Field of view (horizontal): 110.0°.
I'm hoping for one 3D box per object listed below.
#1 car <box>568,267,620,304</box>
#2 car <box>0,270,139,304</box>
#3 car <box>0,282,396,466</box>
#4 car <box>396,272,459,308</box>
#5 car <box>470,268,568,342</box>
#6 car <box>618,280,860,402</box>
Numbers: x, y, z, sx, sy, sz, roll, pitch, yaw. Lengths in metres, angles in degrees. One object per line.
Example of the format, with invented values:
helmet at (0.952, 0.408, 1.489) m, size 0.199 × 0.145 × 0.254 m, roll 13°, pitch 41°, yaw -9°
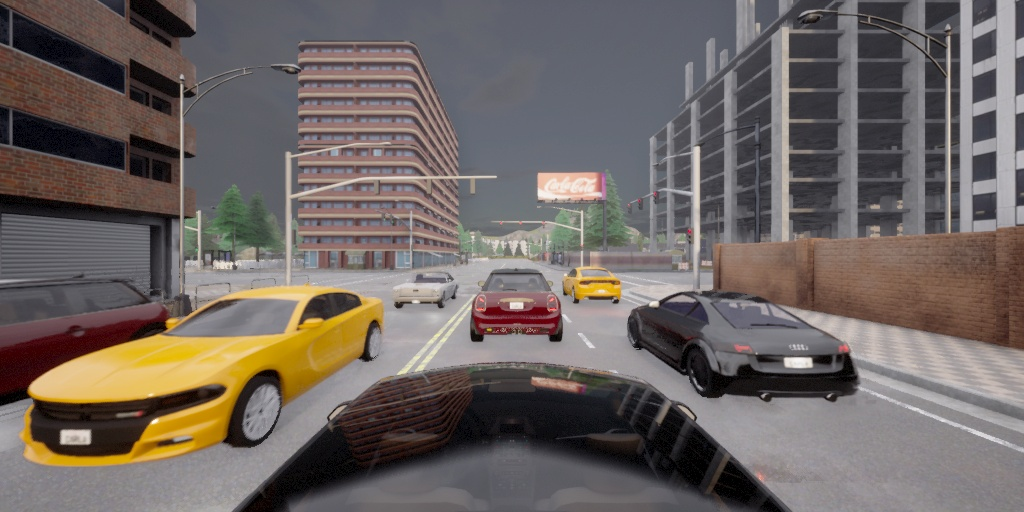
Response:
car at (3.499, 1.228, 16.471) m, size 1.882 × 1.535 × 5.008 m, roll 0°, pitch 0°, yaw 0°
car at (-7.080, 1.105, 4.485) m, size 2.097 × 1.767 × 4.553 m, roll 0°, pitch 0°, yaw 0°
car at (-3.581, 1.228, 5.452) m, size 1.882 × 1.535 × 5.008 m, roll 0°, pitch 0°, yaw 0°
car at (-3.501, 1.351, 15.241) m, size 1.895 × 1.301 × 4.718 m, roll 0°, pitch 0°, yaw 0°
car at (0.100, 1.102, 9.943) m, size 2.097 × 1.767 × 4.553 m, roll 0°, pitch 0°, yaw 0°
car at (3.596, 1.313, 6.507) m, size 1.994 × 1.385 × 4.181 m, roll 0°, pitch 0°, yaw 0°
